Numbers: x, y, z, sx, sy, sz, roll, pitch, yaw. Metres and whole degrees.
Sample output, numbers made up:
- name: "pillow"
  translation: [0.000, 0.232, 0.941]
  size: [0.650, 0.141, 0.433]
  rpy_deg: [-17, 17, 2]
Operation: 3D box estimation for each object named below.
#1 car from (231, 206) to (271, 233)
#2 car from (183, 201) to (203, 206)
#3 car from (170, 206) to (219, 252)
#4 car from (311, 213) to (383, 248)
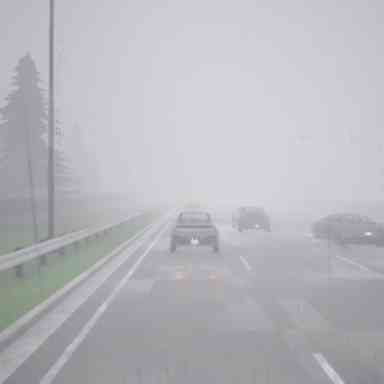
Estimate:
- name: "car"
  translation: [3.597, 1.626, 20.797]
  size: [1.837, 1.490, 4.892]
  rpy_deg: [0, 0, 0]
- name: "car"
  translation: [0.094, 1.677, 34.743]
  size: [1.882, 1.535, 5.008]
  rpy_deg: [0, 0, 0]
- name: "car"
  translation: [0.098, 1.575, 14.216]
  size: [2.128, 1.511, 4.902]
  rpy_deg: [0, 0, 0]
- name: "car"
  translation: [7.097, 1.653, 15.392]
  size: [1.994, 1.385, 4.181]
  rpy_deg: [0, 0, 0]
